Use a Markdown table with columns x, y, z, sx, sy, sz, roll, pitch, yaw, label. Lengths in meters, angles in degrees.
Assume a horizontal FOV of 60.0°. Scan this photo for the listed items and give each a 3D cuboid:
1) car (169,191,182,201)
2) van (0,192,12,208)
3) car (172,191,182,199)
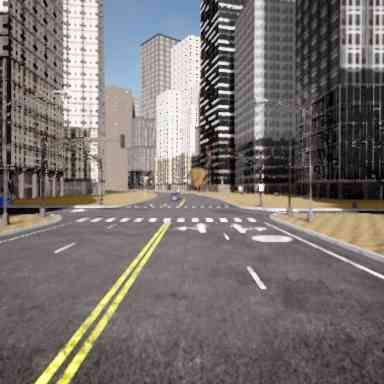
| x | y | z | sx | sy | sz | roll | pitch | yaw | label |
| --- | --- | --- | --- | --- | --- | --- | --- | --- | --- |
| -3.233 | 0.964 | 62.901 | 1.812 | 1.442 | 4.674 | 0 | 1 | 0 | car |
| -22.641 | 0.888 | 37.646 | 3.998 | 1.788 | 1.690 | 0 | 1 | 1 | van |
| -3.259 | 0.677 | 73.467 | 2.097 | 1.767 | 4.553 | 0 | 1 | -1 | car |
